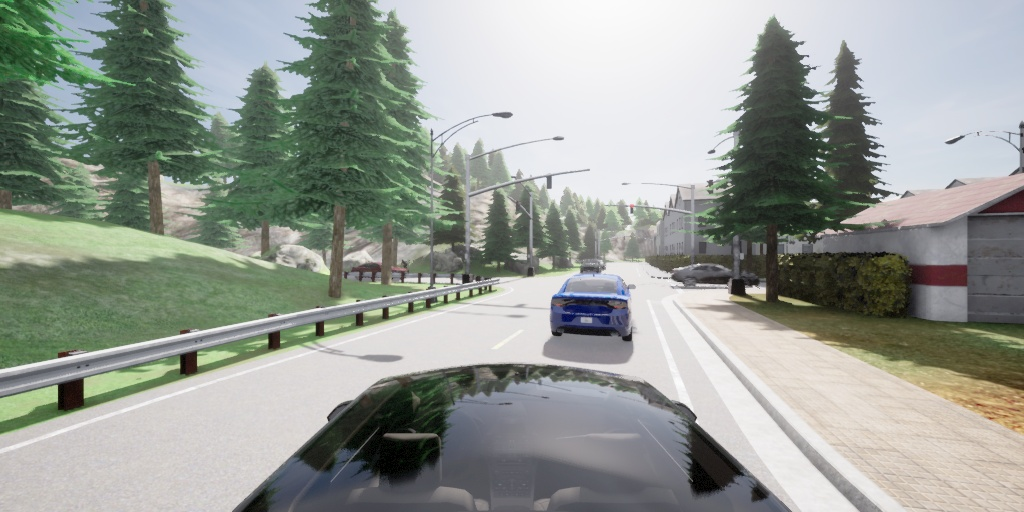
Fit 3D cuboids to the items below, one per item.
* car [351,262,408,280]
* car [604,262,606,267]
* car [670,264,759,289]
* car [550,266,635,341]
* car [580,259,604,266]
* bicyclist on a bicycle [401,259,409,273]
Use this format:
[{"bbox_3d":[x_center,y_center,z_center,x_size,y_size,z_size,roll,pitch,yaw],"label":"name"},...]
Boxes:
[{"bbox_3d":[-11.251,1.243,30.552,5.008,1.535,1.882,0,0,18],"label":"car"},{"bbox_3d":[12.772,1.297,52.735,2.033,1.411,5.357,0,0,19],"label":"car"},{"bbox_3d":[12.707,1.257,22.712,4.902,1.511,2.128,0,0,18],"label":"car"},{"bbox_3d":[2.372,1.228,10.062,1.882,1.535,5.008,0,0,18],"label":"car"},{"bbox_3d":[9.438,1.102,42.821,2.097,1.767,4.553,0,0,19],"label":"car"},{"bbox_3d":[-11.447,1.167,38.035,0.582,1.620,1.656,-2,5,18],"label":"bicyclist on a bicycle"}]
